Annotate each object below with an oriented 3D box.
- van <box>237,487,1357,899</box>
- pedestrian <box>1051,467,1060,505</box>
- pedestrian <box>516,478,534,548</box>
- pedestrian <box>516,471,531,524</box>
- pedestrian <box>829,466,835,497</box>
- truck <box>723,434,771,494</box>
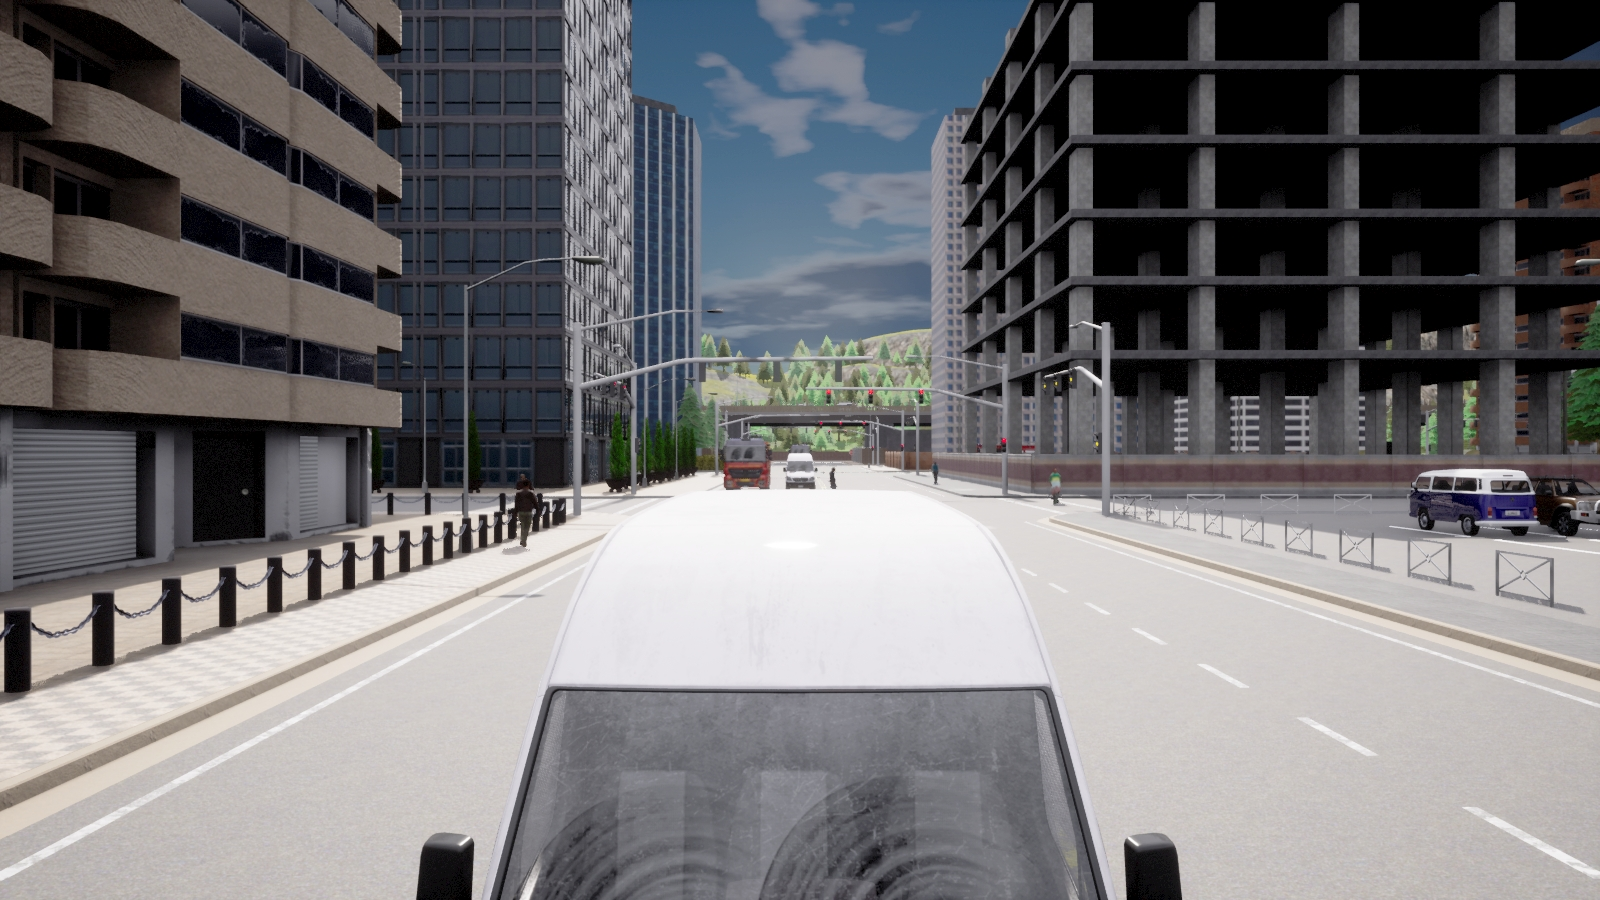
[{"bbox_3d":[-0.002,1.534,4.985,1.988,2.561,5.915,0,0,0],"label":"van"},{"bbox_3d":[12.721,1.793,56.930,0.375,1.860,0.375,0,0,7],"label":"pedestrian"},{"bbox_3d":[-7.421,1.697,30.796,0.375,1.860,0.375,0,0,3],"label":"pedestrian"},{"bbox_3d":[-9.675,1.656,39.950,0.375,1.860,0.375,0,0,10],"label":"pedestrian"},{"bbox_3d":[1.887,1.849,67.468,0.375,1.860,0.375,0,0,2],"label":"pedestrian"},{"bbox_3d":[-3.496,0.888,77.201,2.891,3.827,8.468,0,0,0],"label":"truck"}]
